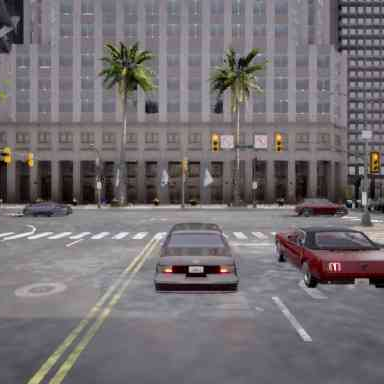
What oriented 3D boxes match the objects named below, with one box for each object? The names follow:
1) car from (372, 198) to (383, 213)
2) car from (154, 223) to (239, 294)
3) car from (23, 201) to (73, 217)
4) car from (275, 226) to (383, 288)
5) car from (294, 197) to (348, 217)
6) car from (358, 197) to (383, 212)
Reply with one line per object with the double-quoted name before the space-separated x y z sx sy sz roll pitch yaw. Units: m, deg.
"car" 21.677 1.601 34.282 4.718 1.301 1.895 0 0 0
"car" 0.099 1.547 8.950 2.033 1.411 5.357 0 0 0
"car" -13.262 1.564 30.717 4.181 1.385 1.994 0 0 0
"car" 3.646 1.601 9.216 1.895 1.301 4.718 0 0 2
"car" 11.879 1.352 30.632 4.553 1.767 2.097 0 0 0
"car" 21.412 1.352 37.784 4.553 1.767 2.097 0 0 0
